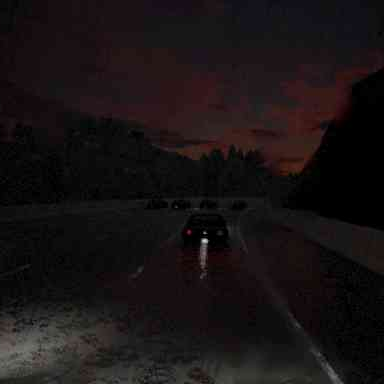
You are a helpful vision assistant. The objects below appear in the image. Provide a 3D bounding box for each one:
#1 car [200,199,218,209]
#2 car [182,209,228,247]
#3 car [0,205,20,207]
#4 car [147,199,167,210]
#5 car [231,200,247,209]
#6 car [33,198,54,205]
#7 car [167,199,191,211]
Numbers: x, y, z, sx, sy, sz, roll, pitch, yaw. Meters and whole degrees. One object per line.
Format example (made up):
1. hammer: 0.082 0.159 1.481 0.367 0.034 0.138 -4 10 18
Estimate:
1. car: 2.378 1.778 46.550 1.837 1.490 4.892 -1 0 15
2. car: 0.703 1.692 15.703 1.895 1.301 4.718 0 0 4
3. car: -23.155 1.585 45.130 2.033 1.411 5.357 0 0 13
4. car: -4.769 1.702 46.733 2.128 1.511 4.902 0 0 15
5. car: 7.265 1.904 51.058 1.994 1.385 4.181 0 0 17
6. car: -19.720 1.557 44.538 2.128 1.511 4.902 0 0 13
7. car: -1.438 1.740 45.710 1.837 1.490 4.892 -1 0 14
